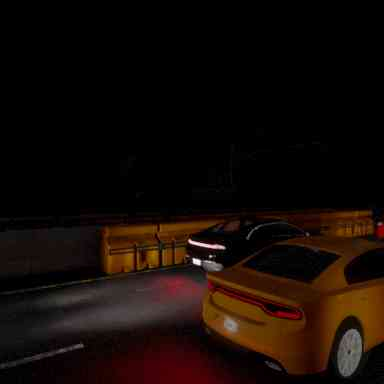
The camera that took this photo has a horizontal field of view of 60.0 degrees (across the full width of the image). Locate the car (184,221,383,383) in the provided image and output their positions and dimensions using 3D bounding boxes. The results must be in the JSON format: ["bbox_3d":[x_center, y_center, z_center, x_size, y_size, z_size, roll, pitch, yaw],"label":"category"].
[{"bbox_3d":[2.483,1.478,5.520,5.008,1.535,1.882,0,0,-36],"label":"car"}]

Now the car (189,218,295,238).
[{"bbox_3d":[2.084,1.492,9.534,4.902,1.511,2.128,0,0,-36],"label":"car"}]
